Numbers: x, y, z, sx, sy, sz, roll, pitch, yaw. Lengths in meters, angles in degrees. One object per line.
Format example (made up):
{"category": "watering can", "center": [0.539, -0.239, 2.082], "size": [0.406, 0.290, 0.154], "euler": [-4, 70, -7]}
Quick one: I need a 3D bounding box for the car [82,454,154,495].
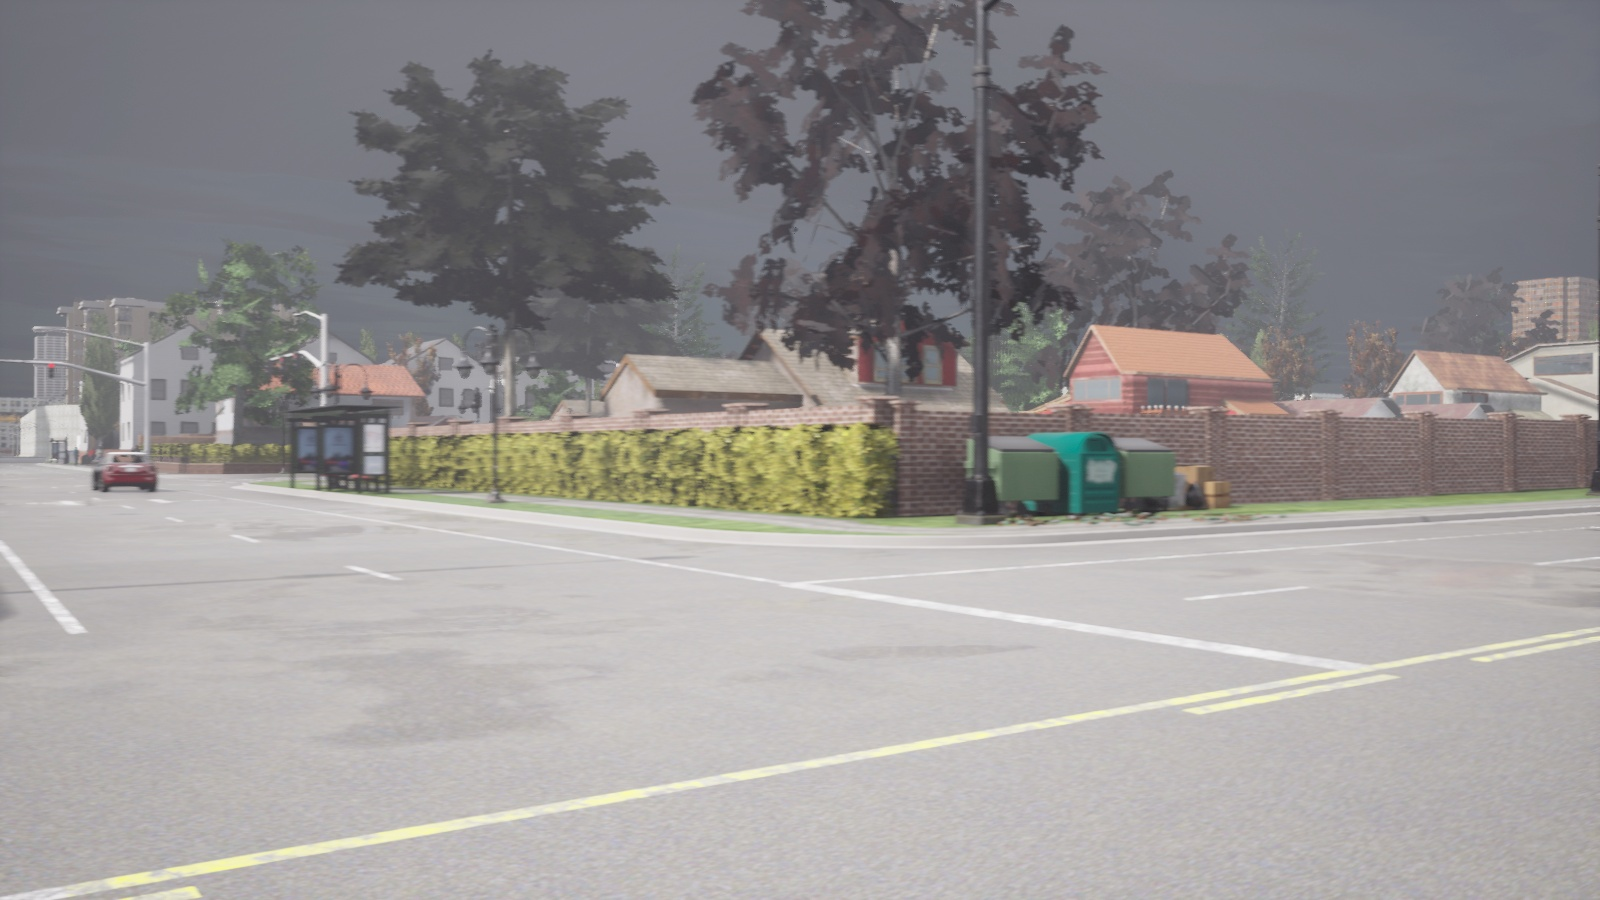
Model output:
{"category": "car", "center": [-25.580, 0.880, 47.048], "size": [1.970, 1.475, 3.806], "euler": [0, 0, -35]}
